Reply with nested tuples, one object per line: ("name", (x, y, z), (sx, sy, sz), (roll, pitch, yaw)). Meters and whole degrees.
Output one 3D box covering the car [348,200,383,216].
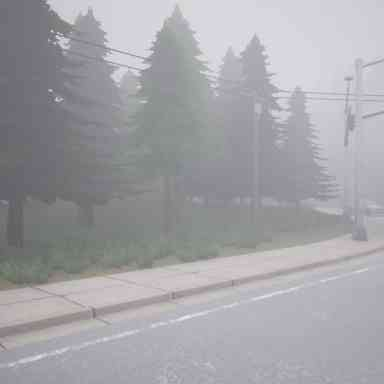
("car", (17.232, 1.526, 32.822), (1.812, 1.442, 4.674), (0, 0, -5))
